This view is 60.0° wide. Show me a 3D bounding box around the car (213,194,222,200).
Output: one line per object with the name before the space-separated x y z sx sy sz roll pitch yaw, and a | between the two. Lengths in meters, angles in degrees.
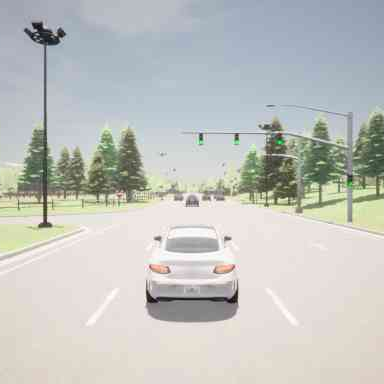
car | 7.106 1.385 92.993 1.994 1.385 4.181 0 0 0

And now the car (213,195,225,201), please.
car | 7.094 1.517 82.573 2.128 1.511 4.902 0 0 0

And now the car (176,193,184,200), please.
car | -3.394 1.188 92.975 2.097 1.767 4.553 0 0 0

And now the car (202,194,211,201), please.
car | 3.595 1.348 82.964 2.097 1.767 4.553 0 0 0

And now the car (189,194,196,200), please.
car | 0.106 1.332 93.001 1.837 1.490 4.892 0 0 0

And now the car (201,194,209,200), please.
car | 3.606 1.372 92.997 2.033 1.411 5.357 0 0 0

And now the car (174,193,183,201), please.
car | -3.405 1.544 82.969 1.994 1.385 4.181 0 0 0

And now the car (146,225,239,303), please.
car | 0.015 1.526 8.065 1.812 1.442 4.674 0 0 0

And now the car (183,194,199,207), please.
car | 0.059 1.352 51.938 2.097 1.767 4.553 0 0 0

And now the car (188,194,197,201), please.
car | 0.095 1.348 82.968 2.097 1.767 4.553 0 0 0
